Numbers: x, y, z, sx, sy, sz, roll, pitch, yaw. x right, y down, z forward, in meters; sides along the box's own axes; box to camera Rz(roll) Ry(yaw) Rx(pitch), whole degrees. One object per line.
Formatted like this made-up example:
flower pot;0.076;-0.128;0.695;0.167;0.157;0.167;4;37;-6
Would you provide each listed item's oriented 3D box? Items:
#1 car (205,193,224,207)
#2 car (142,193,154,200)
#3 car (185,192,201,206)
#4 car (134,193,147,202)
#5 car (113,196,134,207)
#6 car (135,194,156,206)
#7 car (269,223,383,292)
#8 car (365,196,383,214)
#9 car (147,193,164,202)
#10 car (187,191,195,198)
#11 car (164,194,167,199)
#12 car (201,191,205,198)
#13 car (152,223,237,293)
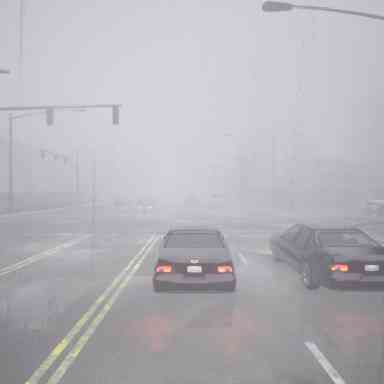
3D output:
car;3.450;1.162;49.535;2.150;2.045;5.566;0;0;0
car;-10.748;1.049;81.530;2.033;1.411;5.357;0;1;0
car;-0.063;1.254;54.180;2.097;1.767;4.553;0;1;0
car;-10.708;1.258;68.564;1.812;1.442;4.674;0;1;0
car;-10.748;1.407;51.012;1.882;1.535;5.008;0;0;0
car;-7.218;1.426;52.012;1.837;1.490;4.892;0;0;0
car;3.552;1.547;9.079;2.033;1.411;5.357;0;0;0
car;21.317;1.221;35.135;5.566;2.045;2.150;0;0;-2
car;-7.228;1.245;65.946;1.882;1.535;5.008;0;1;0
car;-0.272;0.694;89.636;2.097;1.767;4.553;0;1;0
car;-7.246;1.072;80.988;1.994;1.385;4.181;0;1;0
car;3.230;0.948;88.878;1.895;1.301;4.718;0;1;0
car;0.052;1.547;8.970;2.033;1.411;5.357;0;0;0
